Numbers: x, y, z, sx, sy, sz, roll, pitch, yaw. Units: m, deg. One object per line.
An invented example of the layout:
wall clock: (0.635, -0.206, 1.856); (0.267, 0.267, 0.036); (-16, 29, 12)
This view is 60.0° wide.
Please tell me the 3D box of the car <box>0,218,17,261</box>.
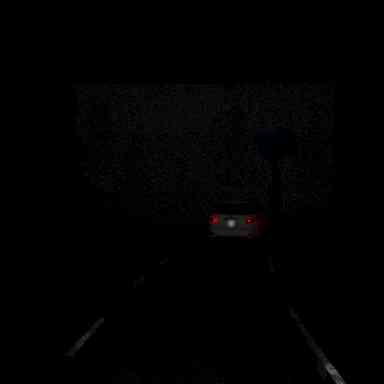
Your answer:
car: (-6.713, 1.602, 7.941); (2.033, 1.411, 5.357); (0, 0, 6)

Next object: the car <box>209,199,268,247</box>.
car: (2.336, 1.330, 15.925); (2.150, 2.045, 5.566); (0, 0, 16)
